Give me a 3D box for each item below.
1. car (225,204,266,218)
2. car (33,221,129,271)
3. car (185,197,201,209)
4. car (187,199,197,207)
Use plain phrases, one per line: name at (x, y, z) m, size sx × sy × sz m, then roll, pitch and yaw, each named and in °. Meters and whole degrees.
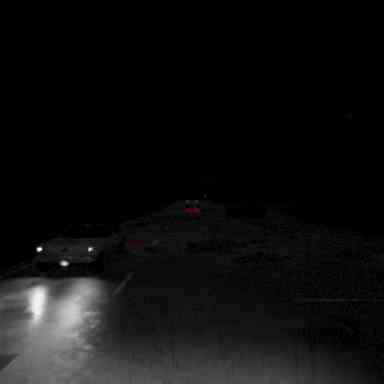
car at (5.562, 1.915, 34.562) m, size 4.181 × 1.381 × 1.994 m, roll 0°, pitch -1°, yaw -1°
car at (-3.559, 1.723, 11.511) m, size 1.895 × 1.301 × 4.718 m, roll 0°, pitch -1°, yaw 0°
car at (0.006, 1.827, 57.586) m, size 2.150 × 2.045 × 5.566 m, roll 0°, pitch -1°, yaw 0°
car at (0.007, 2.222, 67.983) m, size 1.812 × 1.442 × 4.674 m, roll 0°, pitch -1°, yaw 0°
